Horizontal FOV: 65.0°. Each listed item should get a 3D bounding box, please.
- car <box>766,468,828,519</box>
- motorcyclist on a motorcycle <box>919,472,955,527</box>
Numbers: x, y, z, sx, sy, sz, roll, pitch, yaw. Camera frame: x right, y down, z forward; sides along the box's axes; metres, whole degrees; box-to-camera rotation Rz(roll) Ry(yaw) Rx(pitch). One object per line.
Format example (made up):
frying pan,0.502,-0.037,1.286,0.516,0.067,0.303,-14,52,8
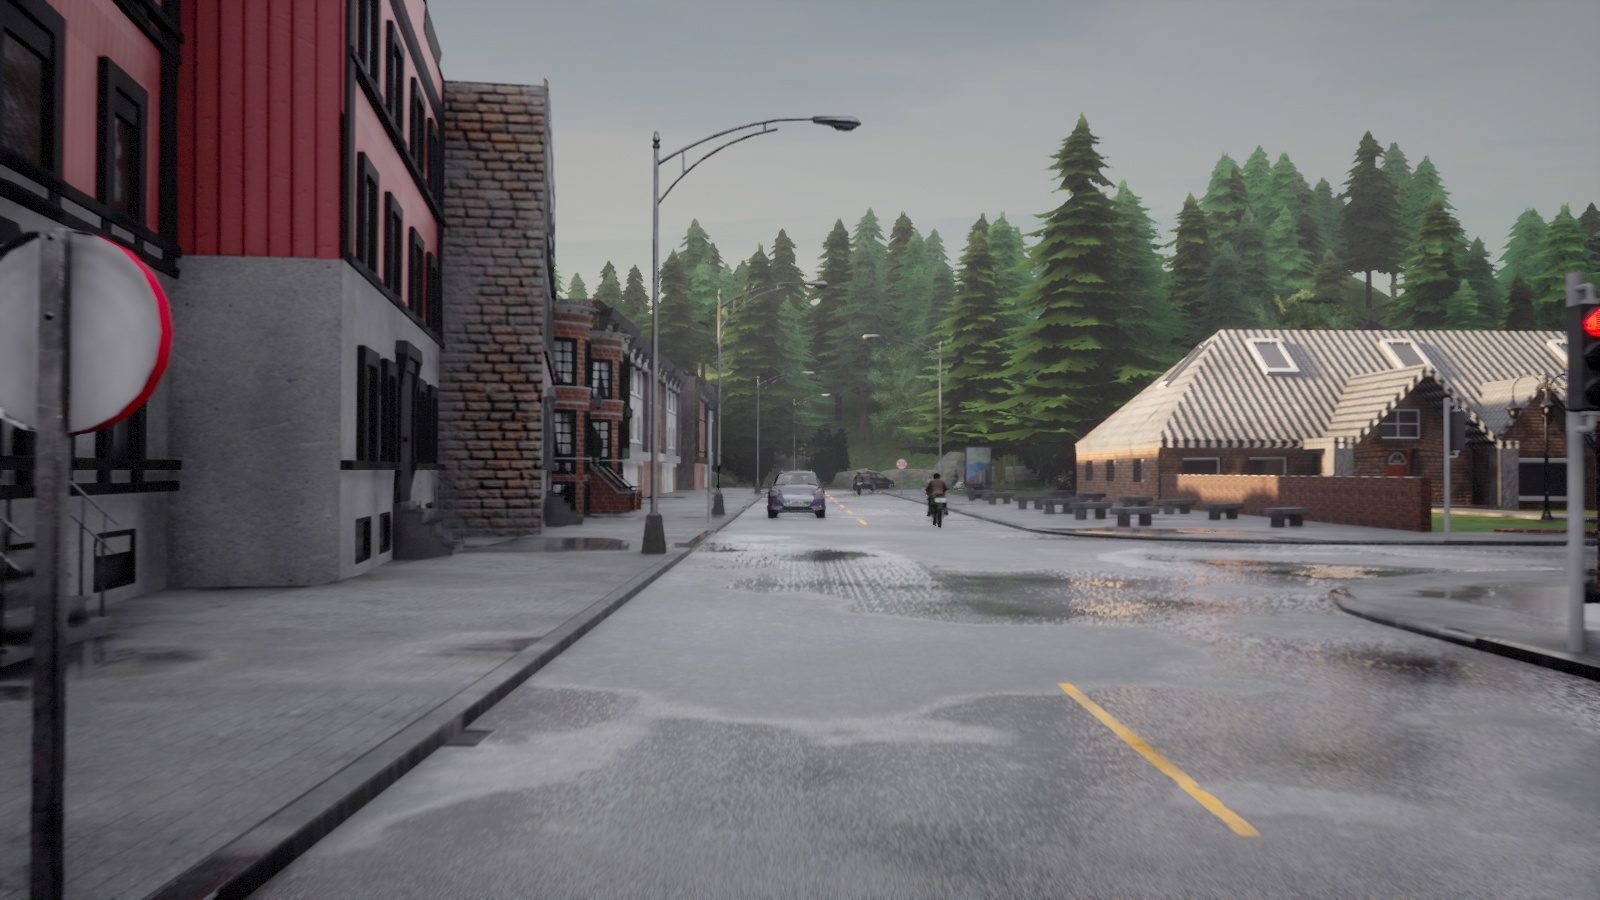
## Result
car,-0.102,1.474,43.541,2.033,1.649,4.856,0,-1,0
motorcyclist on a motorcycle,3.850,1.374,35.379,0.797,1.523,2.044,0,-1,1
